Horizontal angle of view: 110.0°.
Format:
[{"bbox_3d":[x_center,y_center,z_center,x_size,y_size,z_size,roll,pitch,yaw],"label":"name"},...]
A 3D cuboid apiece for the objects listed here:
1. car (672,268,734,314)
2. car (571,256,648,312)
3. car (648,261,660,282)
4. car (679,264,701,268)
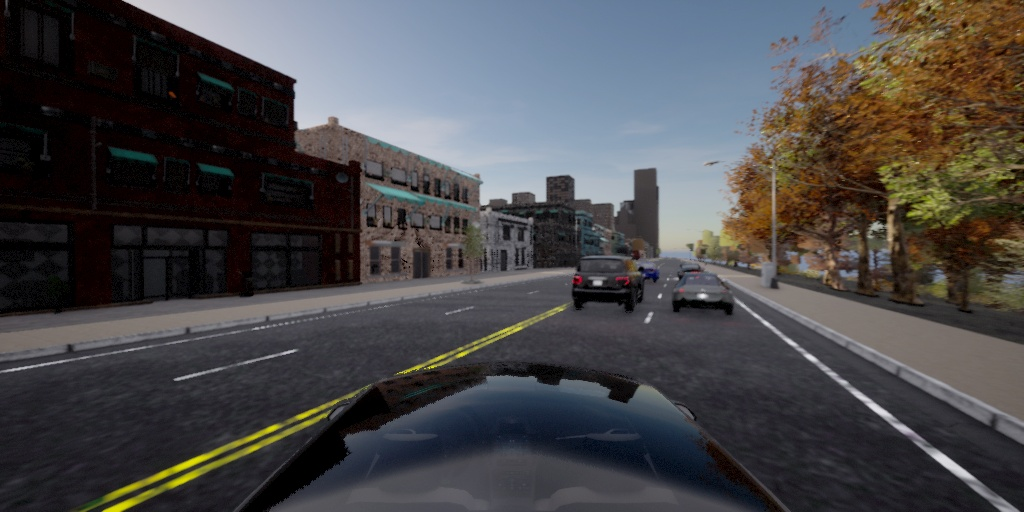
[{"bbox_3d":[7.398,1.341,14.110,1.994,1.385,4.181,0,0,26],"label":"car"},{"bbox_3d":[4.066,1.003,14.677,2.150,2.045,5.566,0,0,25],"label":"car"},{"bbox_3d":[11.137,1.288,29.789,1.882,1.535,5.008,0,0,26],"label":"car"},{"bbox_3d":[13.764,1.313,27.753,1.837,1.490,4.892,0,0,25],"label":"car"}]
